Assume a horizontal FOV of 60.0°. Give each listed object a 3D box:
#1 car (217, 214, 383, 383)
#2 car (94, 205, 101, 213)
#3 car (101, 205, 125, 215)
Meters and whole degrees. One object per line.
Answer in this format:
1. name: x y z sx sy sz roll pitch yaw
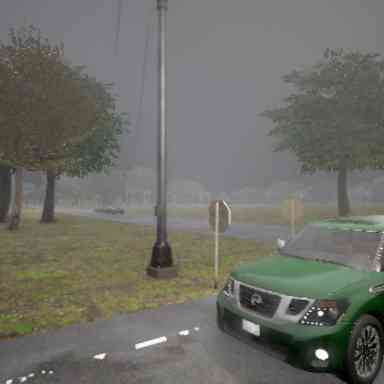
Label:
1. car: 3.060 1.497 6.097 5.566 2.045 2.150 0 -1 -35
2. car: -16.519 3.157 61.263 1.994 1.385 4.181 2 -2 -33
3. car: -13.073 3.040 56.124 2.033 1.411 5.357 2 -2 -34
